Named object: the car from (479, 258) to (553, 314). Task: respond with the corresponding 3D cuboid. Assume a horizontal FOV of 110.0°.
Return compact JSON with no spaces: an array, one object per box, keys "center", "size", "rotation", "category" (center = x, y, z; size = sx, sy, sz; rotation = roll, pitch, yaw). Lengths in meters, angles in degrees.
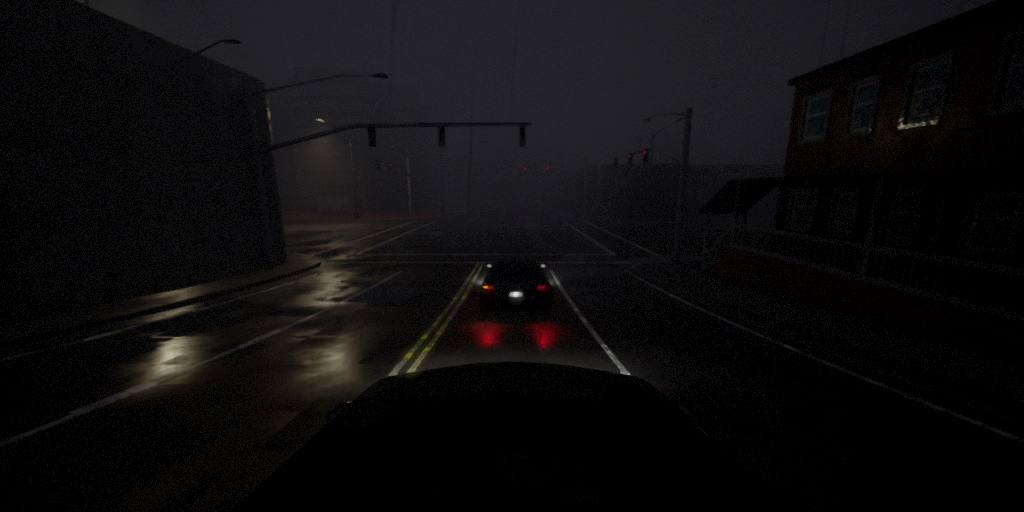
[{"center":[0.127,0.739,10.965],"size":[1.994,1.385,4.181],"rotation":[0,6,1],"category":"car"}]
